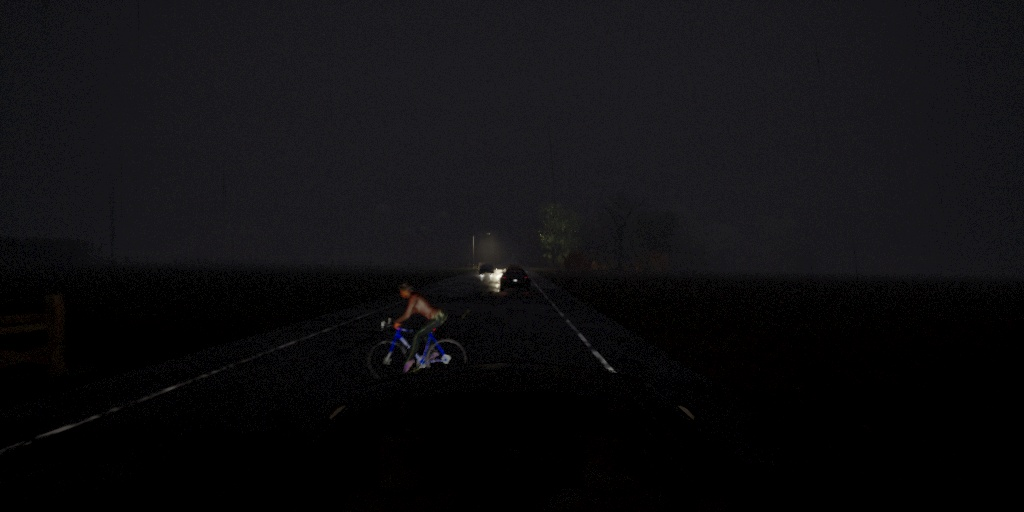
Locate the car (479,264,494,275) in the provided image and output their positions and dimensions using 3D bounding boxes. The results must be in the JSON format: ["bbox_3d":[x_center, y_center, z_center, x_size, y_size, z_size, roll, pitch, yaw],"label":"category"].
[{"bbox_3d":[-3.357,1.766,48.716,2.033,1.411,5.357,0,-1,0],"label":"car"}]

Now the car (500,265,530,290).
[{"bbox_3d":[0.216,1.543,24.763,1.994,1.385,4.181,0,-1,0],"label":"car"}]

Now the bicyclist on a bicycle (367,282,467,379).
[{"bbox_3d":[-1.566,1.245,5.873,1.656,1.620,0.582,-1,-1,0],"label":"bicyclist on a bicycle"}]
